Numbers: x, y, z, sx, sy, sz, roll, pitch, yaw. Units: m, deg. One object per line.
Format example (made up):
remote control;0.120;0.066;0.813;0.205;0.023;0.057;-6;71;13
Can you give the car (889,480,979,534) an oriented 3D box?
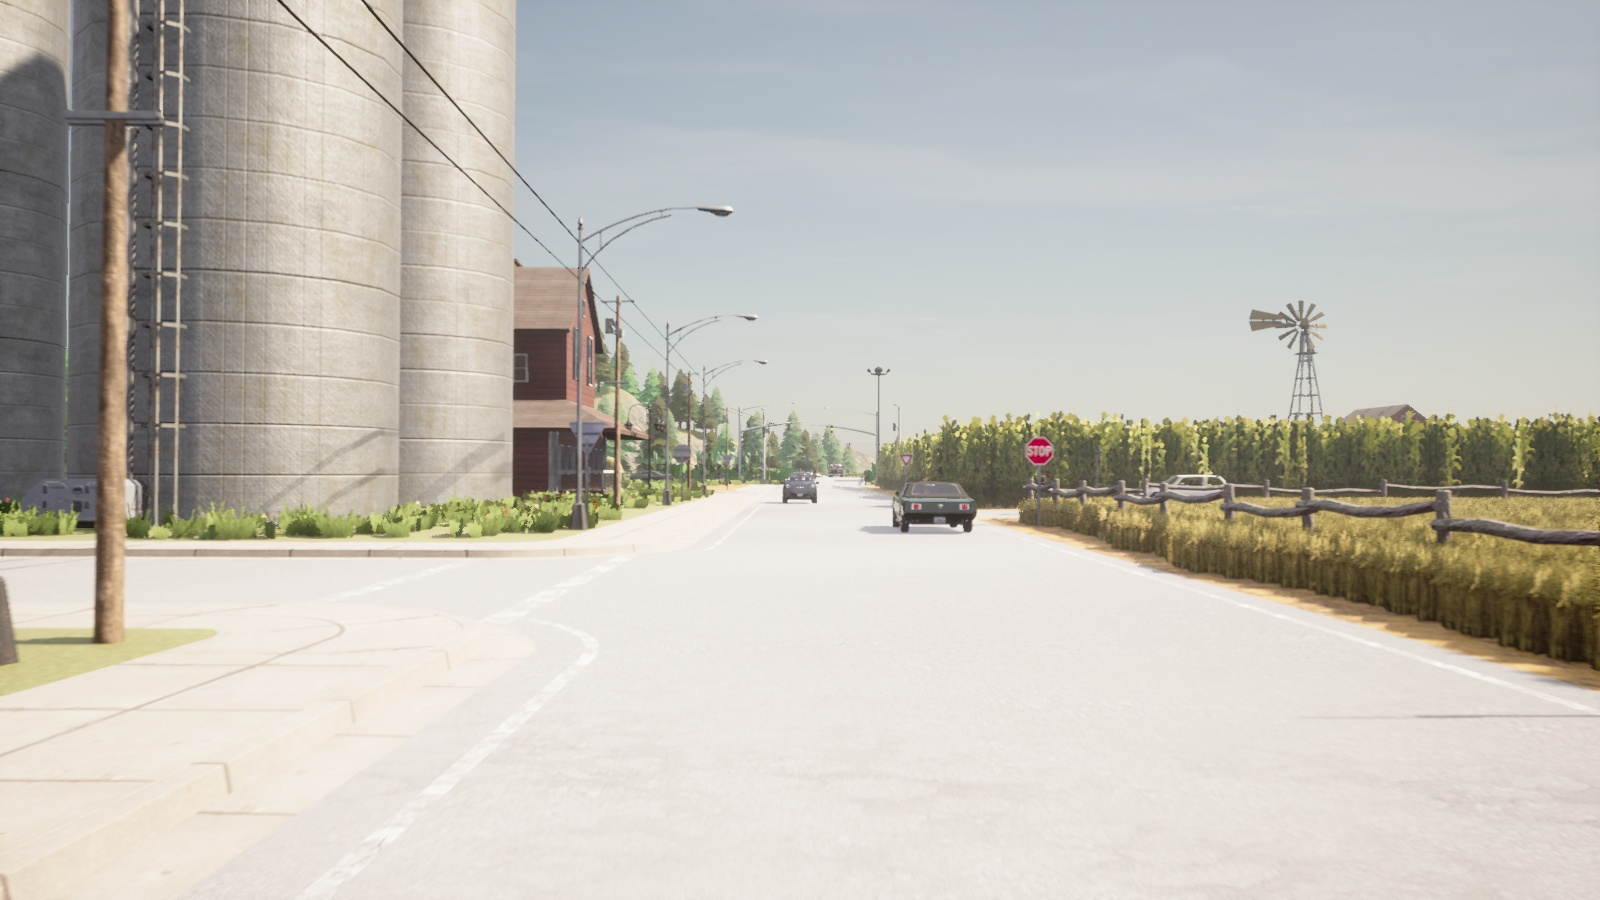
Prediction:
car;3.506;1.463;33.589;1.895;1.301;4.718;0;-1;0

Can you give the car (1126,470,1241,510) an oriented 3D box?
car;14.701;1.530;48.278;3.806;1.475;1.970;0;-1;0

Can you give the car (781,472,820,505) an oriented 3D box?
car;0.017;1.843;60.609;1.845;1.501;3.633;0;-1;0
